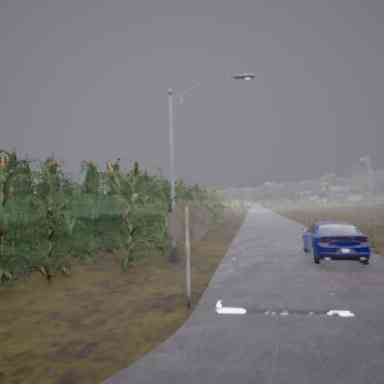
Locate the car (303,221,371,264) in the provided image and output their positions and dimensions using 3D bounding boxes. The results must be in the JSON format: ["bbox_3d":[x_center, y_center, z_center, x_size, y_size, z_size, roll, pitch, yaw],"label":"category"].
[{"bbox_3d":[5.779,1.952,13.808,1.882,1.535,5.008,-2,-3,12],"label":"car"}]
